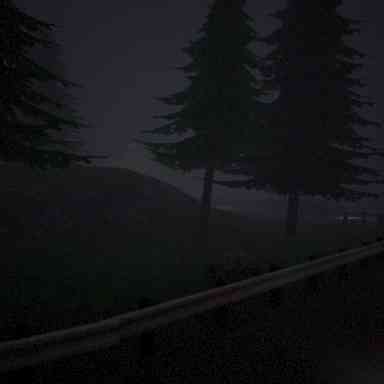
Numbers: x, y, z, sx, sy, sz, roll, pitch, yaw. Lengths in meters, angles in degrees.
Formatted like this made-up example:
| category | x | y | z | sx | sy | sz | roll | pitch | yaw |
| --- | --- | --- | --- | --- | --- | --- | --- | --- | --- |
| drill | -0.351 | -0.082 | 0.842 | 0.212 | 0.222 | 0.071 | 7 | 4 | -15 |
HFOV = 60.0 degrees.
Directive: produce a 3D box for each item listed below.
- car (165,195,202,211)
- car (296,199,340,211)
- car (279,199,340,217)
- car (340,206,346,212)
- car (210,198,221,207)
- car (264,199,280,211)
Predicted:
| category | x | y | z | sx | sy | sz | roll | pitch | yaw |
| --- | --- | --- | --- | --- | --- | --- | --- | --- | --- |
| car | -0.796 | 1.462 | 43.999 | 4.892 | 1.490 | 1.837 | 0 | 0 | 36 |
| car | 15.500 | 1.598 | 40.902 | 4.718 | 1.301 | 1.895 | 0 | 0 | 36 |
| car | 10.996 | 1.528 | 31.210 | 4.674 | 1.442 | 1.812 | 0 | 0 | 36 |
| car | 12.783 | 1.549 | 34.235 | 5.357 | 1.411 | 2.033 | 0 | 0 | 36 |
| car | 2.194 | 1.476 | 50.484 | 4.674 | 1.442 | 1.812 | 0 | 0 | 36 |
| car | 11.288 | 1.546 | 39.617 | 5.357 | 1.411 | 2.033 | 0 | 0 | 36 |
